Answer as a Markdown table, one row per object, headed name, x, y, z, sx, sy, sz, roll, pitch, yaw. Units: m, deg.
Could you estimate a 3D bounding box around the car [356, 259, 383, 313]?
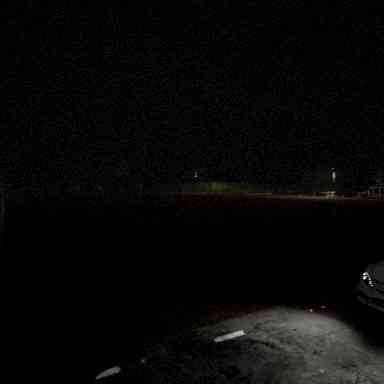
| name | x | y | z | sx | sy | sz | roll | pitch | yaw |
| --- | --- | --- | --- | --- | --- | --- | --- | --- | --- |
| car | 5.109 | 1.466 | 6.315 | 4.674 | 1.442 | 1.812 | 0 | 1 | -33 |
